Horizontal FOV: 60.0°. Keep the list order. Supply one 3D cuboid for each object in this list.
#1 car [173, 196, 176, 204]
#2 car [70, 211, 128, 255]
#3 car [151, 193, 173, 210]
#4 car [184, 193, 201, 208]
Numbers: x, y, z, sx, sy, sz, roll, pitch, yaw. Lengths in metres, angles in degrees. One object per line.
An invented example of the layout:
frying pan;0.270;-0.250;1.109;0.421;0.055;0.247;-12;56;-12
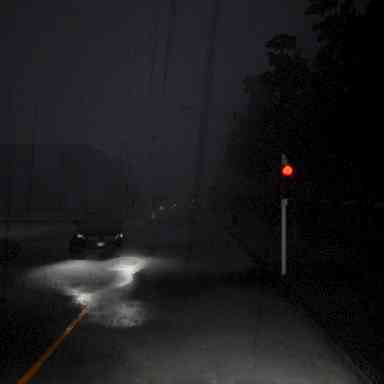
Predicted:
car;-4.062;1.505;53.834;1.837;1.490;4.892;0;0;0
car;-3.818;1.526;13.669;1.812;1.442;4.674;2;-1;-17
car;-4.076;1.221;43.916;2.150;2.045;5.566;0;0;0
car;0.133;1.221;47.093;2.150;2.045;5.566;0;0;0
